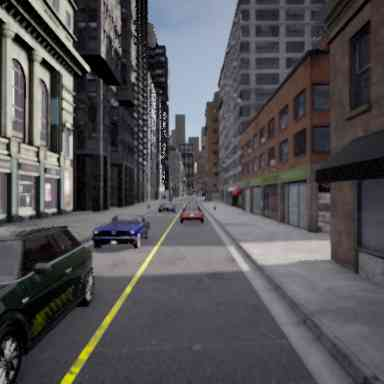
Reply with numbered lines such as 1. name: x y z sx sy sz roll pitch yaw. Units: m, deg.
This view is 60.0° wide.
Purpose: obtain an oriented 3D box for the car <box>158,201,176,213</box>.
1. car: -3.013 1.845 40.969 1.994 1.385 4.181 0 0 0

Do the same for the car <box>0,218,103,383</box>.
1. car: -3.094 1.388 5.128 2.097 1.767 4.553 0 0 0

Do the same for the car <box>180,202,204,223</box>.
1. car: 0.012 1.759 27.771 1.994 1.385 4.181 0 0 1

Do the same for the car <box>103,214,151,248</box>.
1. car: -3.093 1.710 15.399 1.895 1.301 4.718 0 0 0
